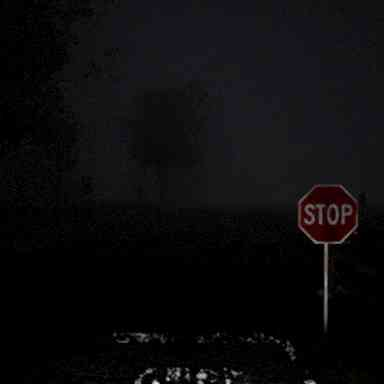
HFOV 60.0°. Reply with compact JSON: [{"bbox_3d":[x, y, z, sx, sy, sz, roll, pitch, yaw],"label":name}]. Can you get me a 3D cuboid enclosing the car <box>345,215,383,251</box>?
[{"bbox_3d":[9.008,1.672,14.156,5.357,1.411,2.033,1,0,0],"label":"car"}]
